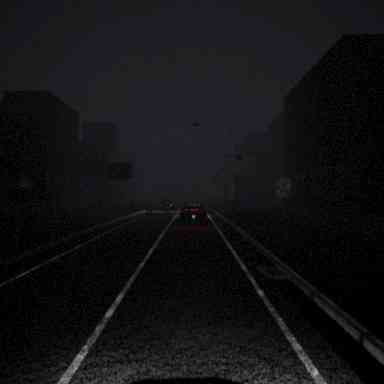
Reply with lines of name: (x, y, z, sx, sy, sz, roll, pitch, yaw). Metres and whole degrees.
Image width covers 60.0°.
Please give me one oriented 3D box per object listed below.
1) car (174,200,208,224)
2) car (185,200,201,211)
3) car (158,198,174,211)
car: (0.102, 1.386, 23.779, 2.128, 1.511, 4.902, 0, 0, 0)
car: (0.103, 1.663, 41.809, 1.895, 1.301, 4.718, 0, -1, 0)
car: (-3.084, 1.569, 41.942, 1.837, 1.490, 4.892, 0, -1, 0)
